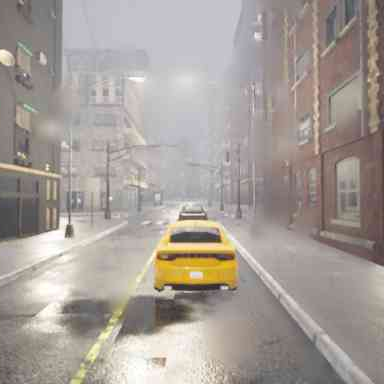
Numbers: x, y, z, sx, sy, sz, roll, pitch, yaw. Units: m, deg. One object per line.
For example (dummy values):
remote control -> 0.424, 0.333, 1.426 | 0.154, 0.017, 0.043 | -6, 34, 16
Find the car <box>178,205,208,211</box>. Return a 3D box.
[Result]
car -> 0.063, 1.595, 22.751 | 2.128, 1.511, 4.902 | 0, 0, 0

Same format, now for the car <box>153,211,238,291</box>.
car -> 0.083, 1.516, 9.166 | 1.882, 1.535, 5.008 | 0, 0, 0
